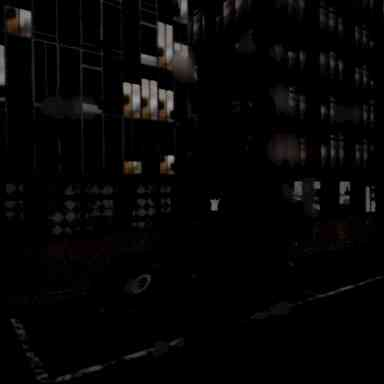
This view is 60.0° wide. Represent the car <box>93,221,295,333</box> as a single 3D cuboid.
[{"bbox_3d":[0.147,1.416,6.674,4.097,1.590,1.967,0,0,-35],"label":"car"}]
